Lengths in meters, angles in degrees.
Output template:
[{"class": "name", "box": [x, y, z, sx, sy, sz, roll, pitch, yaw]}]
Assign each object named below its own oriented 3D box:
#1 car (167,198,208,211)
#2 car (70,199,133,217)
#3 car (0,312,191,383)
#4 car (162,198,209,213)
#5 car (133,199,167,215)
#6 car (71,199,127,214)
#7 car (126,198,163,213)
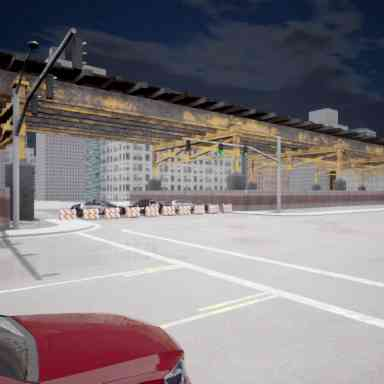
[{"class": "car", "box": [-0.800, 1.295, 36.841, 4.536, 1.218, 1.853, 0, 0, -7]}, {"class": "car", "box": [-8.388, 1.453, 30.385, 4.974, 1.542, 2.038, 0, 0, 8]}, {"class": "car", "box": [-2.160, 1.526, 2.226, 4.674, 1.442, 1.812, 0, 0, -35]}, {"class": "car", "box": [-0.748, 1.453, 36.848, 4.974, 1.542, 2.038, 0, 0, -7]}, {"class": "car", "box": [-4.649, 1.453, 33.079, 2.038, 1.542, 4.974, 0, 0, 18]}, {"class": "car", "box": [-8.439, 1.295, 30.392, 4.536, 1.218, 1.853, 0, 0, 8]}, {"class": "car", "box": [-4.634, 1.295, 33.129, 1.853, 1.218, 4.536, 0, 0, 18]}]
